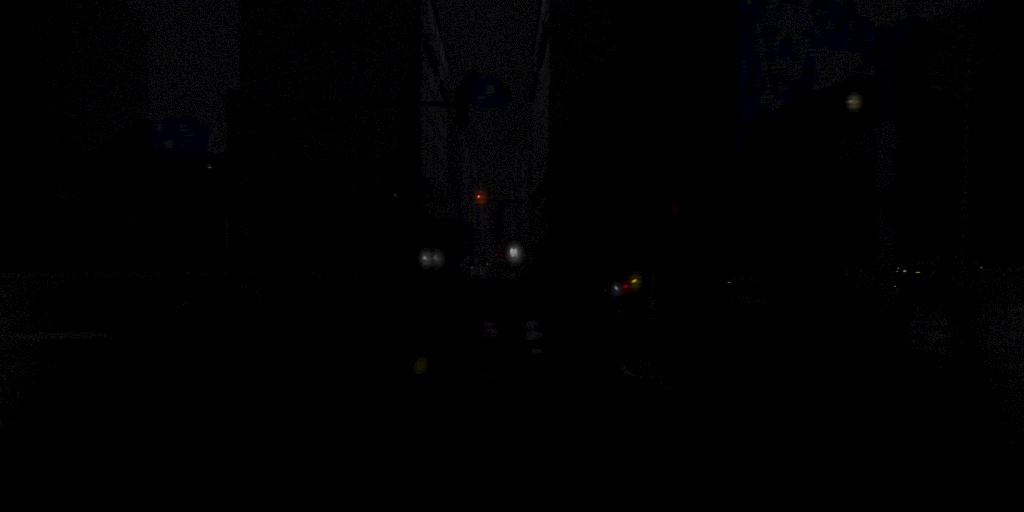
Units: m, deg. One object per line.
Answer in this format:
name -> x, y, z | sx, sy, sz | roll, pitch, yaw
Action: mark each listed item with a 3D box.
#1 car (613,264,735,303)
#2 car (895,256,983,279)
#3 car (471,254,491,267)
car -> 6.335, 1.050, 14.197 | 4.674, 1.442, 1.812 | 0, 0, -10
car -> 29.896, 0.780, 25.144 | 4.892, 1.490, 1.837 | 0, 1, -2
car -> -4.211, 0.590, 46.715 | 2.128, 1.511, 4.902 | 0, 1, -1
